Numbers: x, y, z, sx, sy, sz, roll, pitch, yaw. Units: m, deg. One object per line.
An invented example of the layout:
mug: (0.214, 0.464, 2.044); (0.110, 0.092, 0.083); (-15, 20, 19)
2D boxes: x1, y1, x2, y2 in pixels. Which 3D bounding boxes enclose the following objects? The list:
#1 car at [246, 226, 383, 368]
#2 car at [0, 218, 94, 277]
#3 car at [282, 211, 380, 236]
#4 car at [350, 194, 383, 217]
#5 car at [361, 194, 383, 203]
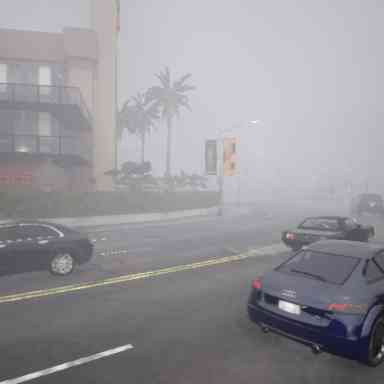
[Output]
car: (2.886, 1.562, 5.874); (4.181, 1.385, 1.994); (0, 0, -40)
car: (-5.059, 1.496, 8.657); (4.892, 1.490, 1.837); (0, 0, -37)
car: (5.451, 1.595, 12.906); (1.895, 1.301, 4.718); (0, 0, 44)
car: (16.295, 1.208, 31.079); (2.150, 2.045, 5.566); (0, 0, 18)
car: (36.845, 1.226, 67.530); (2.185, 1.767, 4.553); (0, 0, -11)
